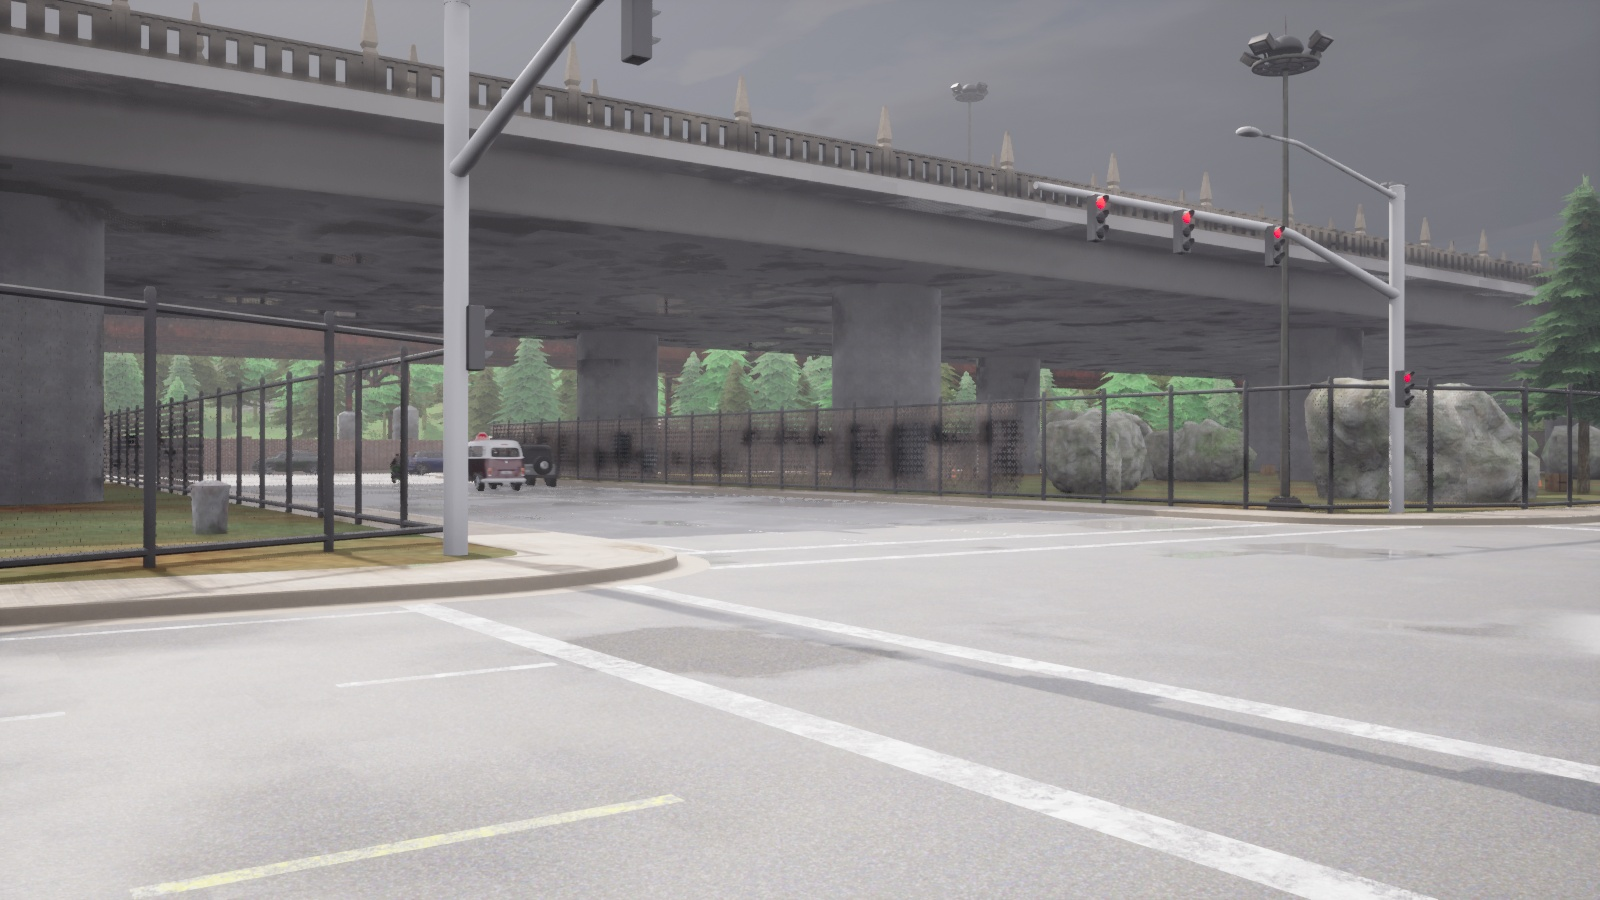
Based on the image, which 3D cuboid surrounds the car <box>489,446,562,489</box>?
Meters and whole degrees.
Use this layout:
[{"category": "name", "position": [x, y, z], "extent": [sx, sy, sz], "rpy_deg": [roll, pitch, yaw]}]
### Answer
[{"category": "car", "position": [-12.402, 0.761, 56.614], "extent": [1.905, 1.878, 3.866], "rpy_deg": [0, 0, -35]}]

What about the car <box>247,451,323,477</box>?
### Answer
[{"category": "car", "position": [-35.293, 0.944, 86.082], "extent": [4.553, 1.767, 2.097], "rpy_deg": [0, 0, -34]}]

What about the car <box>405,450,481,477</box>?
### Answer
[{"category": "car", "position": [-24.188, 0.918, 85.098], "extent": [4.553, 1.767, 2.097], "rpy_deg": [0, 0, -34]}]

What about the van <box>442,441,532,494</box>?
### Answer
[{"category": "van", "position": [-12.758, 0.676, 51.018], "extent": [2.069, 2.038, 4.480], "rpy_deg": [0, 0, -35]}]
